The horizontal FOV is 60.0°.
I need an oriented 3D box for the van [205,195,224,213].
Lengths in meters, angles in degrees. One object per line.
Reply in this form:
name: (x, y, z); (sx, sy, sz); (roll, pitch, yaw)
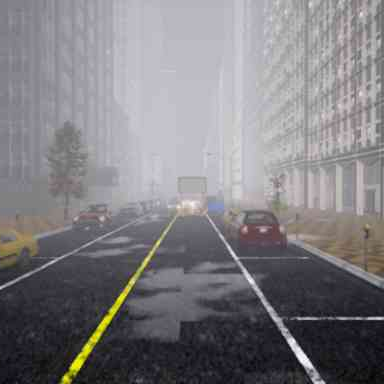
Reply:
van: (2.692, 1.404, 37.134); (1.690, 1.788, 3.998); (-1, 0, 0)

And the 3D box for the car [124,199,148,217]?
car: (-5.688, 1.604, 31.453); (2.008, 1.369, 4.403); (-1, 0, 0)

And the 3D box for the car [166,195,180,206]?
car: (-3.037, 1.624, 57.883); (1.812, 1.442, 4.674); (0, 0, 1)

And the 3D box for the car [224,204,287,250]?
car: (2.687, 1.465, 14.400); (1.967, 1.590, 4.097); (-1, 0, 0)

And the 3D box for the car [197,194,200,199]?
car: (2.706, 1.681, 76.919); (2.008, 1.369, 4.403); (-1, 0, 0)

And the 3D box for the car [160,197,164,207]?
car: (-5.684, 1.633, 48.504); (2.008, 1.369, 4.403); (-1, 0, 0)

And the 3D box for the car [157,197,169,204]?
car: (-5.678, 1.661, 65.555); (2.008, 1.369, 4.403); (-1, 0, 0)

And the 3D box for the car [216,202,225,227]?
car: (2.689, 1.560, 20.253); (1.752, 1.417, 4.829); (-1, 0, 0)

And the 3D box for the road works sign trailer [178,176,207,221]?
road works sign trailer: (0.027, 0.511, 27.517); (2.380, 3.560, 2.880); (0, 0, 0)

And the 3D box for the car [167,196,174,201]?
car: (-5.671, 1.730, 88.289); (1.802, 1.307, 4.206); (-1, 0, 0)

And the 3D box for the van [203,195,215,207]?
van: (2.697, 1.433, 54.185); (1.690, 1.788, 3.998); (-1, 0, 0)

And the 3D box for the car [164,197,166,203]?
car: (-5.681, 1.674, 54.187); (1.802, 1.307, 4.206); (-1, 0, 0)

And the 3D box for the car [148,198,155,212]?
car: (-5.686, 1.629, 37.136); (1.947, 1.339, 4.313); (-1, 0, 0)

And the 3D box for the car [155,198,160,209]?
car: (-5.684, 1.617, 42.820); (1.887, 1.381, 4.507); (-1, 0, 0)

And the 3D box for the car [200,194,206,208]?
car: (2.695, 1.398, 48.502); (2.192, 1.841, 5.009); (-1, 0, 0)

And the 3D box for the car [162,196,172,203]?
car: (-5.675, 1.680, 76.922); (2.008, 1.369, 4.403); (-1, 0, 0)

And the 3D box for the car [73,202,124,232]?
car: (-5.692, 1.474, 20.086); (1.967, 1.590, 4.097); (-1, 0, 0)

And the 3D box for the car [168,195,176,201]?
car: (-5.671, 1.597, 93.973); (1.967, 1.590, 4.097); (-1, 0, 0)

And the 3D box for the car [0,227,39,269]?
car: (-5.695, 1.540, 8.549); (1.752, 1.417, 4.829); (-1, 0, 0)
